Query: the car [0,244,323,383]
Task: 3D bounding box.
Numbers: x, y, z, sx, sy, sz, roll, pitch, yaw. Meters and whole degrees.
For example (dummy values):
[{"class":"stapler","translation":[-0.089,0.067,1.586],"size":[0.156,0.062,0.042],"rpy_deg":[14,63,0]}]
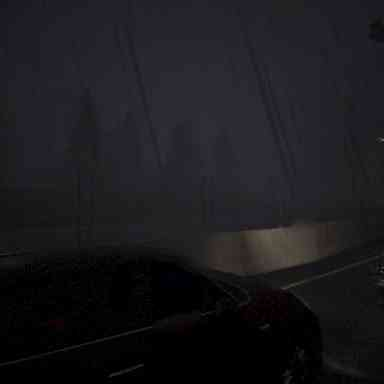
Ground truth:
[{"class":"car","translation":[-0.629,1.364,3.532],"size":[4.553,1.767,2.097],"rpy_deg":[0,0,-37]}]
